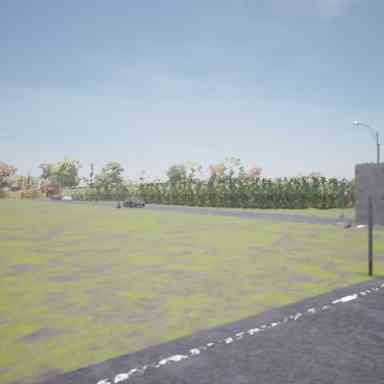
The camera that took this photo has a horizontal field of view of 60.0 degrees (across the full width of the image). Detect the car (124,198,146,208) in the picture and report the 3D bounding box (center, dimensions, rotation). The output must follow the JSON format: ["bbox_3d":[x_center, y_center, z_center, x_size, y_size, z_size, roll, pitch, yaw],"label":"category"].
[{"bbox_3d":[-8.823,1.639,50.997,1.837,1.490,4.892,-1,0,-36],"label":"car"}]

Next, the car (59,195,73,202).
[{"bbox_3d":[-33.499,1.780,89.331,1.812,1.442,4.674,-1,0,-36],"label":"car"}]
